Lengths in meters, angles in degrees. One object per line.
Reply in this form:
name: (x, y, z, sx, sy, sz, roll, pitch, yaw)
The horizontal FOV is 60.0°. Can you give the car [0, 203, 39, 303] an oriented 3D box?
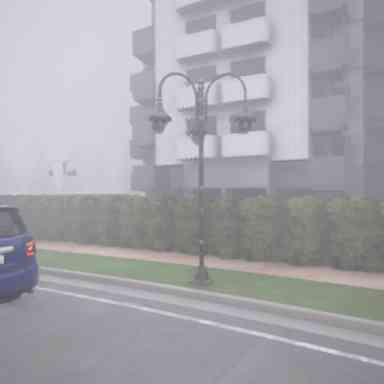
car: (-5.580, 1.224, 6.707, 5.566, 2.045, 2.150, 0, 0, 28)
